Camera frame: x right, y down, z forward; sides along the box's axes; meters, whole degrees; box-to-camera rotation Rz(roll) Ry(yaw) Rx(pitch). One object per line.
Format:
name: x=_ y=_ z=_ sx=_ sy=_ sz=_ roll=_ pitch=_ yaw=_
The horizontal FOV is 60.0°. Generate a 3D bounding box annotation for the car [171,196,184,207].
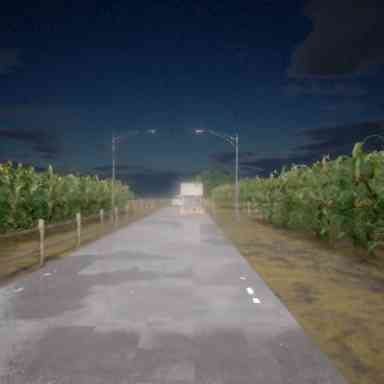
car: x=-2.810 y=1.858 z=64.988 sx=2.150 sy=2.045 sz=5.566 roll=0 pitch=-1 yaw=0

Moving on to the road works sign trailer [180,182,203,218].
road works sign trailer: x=-0.023 y=0.791 z=34.753 sx=2.380 sy=3.560 sz=2.880 roll=0 pitch=0 yaw=0
